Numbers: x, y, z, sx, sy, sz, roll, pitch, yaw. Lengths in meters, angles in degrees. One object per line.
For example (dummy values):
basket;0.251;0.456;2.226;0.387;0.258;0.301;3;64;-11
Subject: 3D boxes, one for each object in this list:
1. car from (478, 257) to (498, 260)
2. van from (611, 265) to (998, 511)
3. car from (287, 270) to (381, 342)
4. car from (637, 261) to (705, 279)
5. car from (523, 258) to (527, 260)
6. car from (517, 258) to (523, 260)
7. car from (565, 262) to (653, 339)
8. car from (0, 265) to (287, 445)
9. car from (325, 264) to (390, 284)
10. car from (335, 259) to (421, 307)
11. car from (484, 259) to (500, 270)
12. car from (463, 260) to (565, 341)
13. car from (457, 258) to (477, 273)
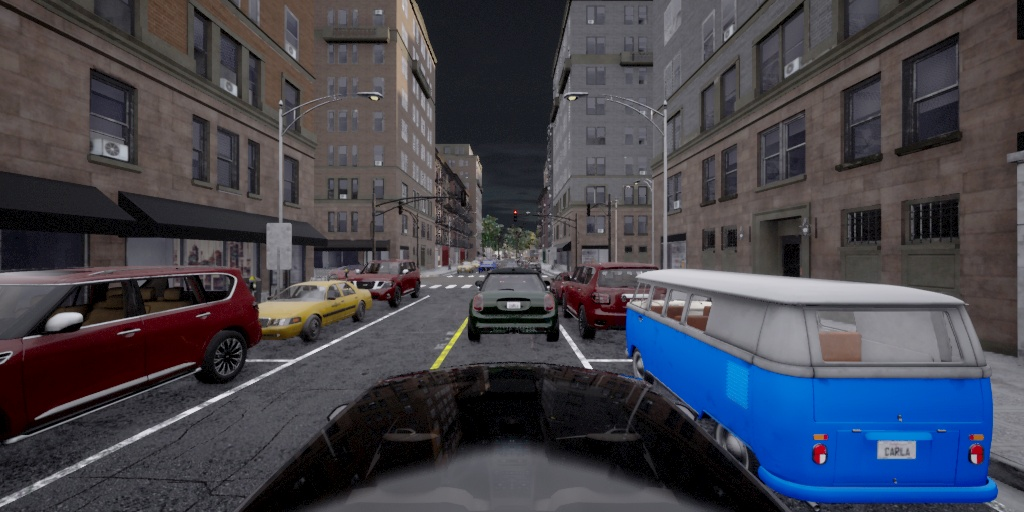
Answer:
car;-2.902;1.227;42.908;1.882;1.535;5.008;0;0;0
van;2.635;1.091;4.307;1.690;1.789;3.998;0;0;0
car;-5.411;1.275;9.805;1.751;1.417;4.829;0;0;0
car;13.589;1.172;30.834;4.902;1.511;2.128;0;0;0
car;2.579;1.300;42.673;2.007;1.370;4.403;0;0;0
car;0.023;1.313;42.792;1.994;1.385;4.181;0;0;0
car;2.626;1.065;9.986;2.192;1.841;5.009;0;0;0
car;-5.402;1.065;4.298;2.192;1.841;5.009;0;0;0
car;-11.900;1.358;27.814;4.181;1.385;1.994;0;0;0
car;-5.420;1.064;15.654;2.192;1.841;5.009;0;0;0
car;-2.915;1.241;52.875;2.128;1.511;4.902;0;0;0
car;0.022;1.102;10.018;2.097;1.767;4.553;0;0;0
car;-5.474;1.274;42.492;1.751;1.417;4.829;0;0;0
